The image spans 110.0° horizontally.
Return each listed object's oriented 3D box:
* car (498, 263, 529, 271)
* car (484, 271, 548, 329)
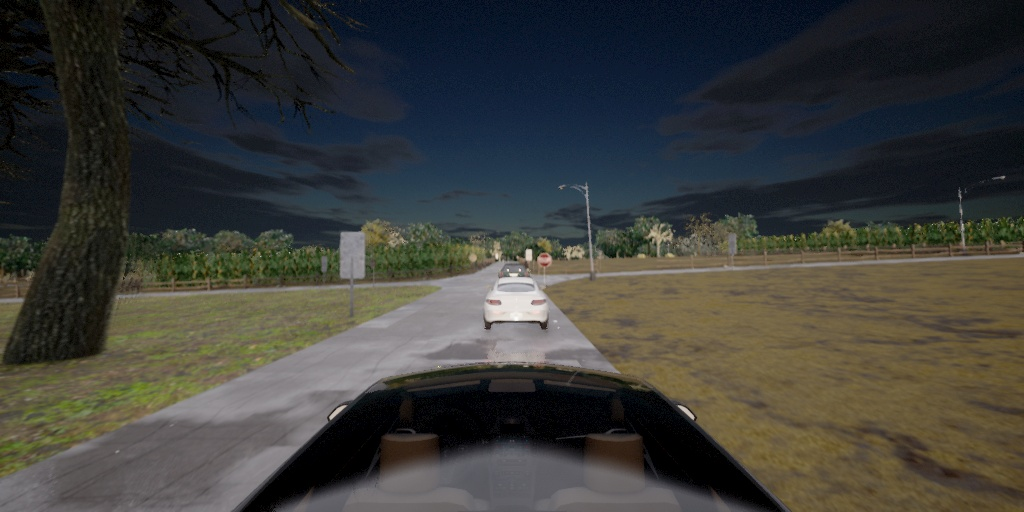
[{"bbox_3d":[0.124,1.285,24.534,2.097,1.767,4.553,0,0,0],"label":"car"},{"bbox_3d":[0.118,1.383,11.621,1.812,1.442,4.674,0,0,0],"label":"car"}]
